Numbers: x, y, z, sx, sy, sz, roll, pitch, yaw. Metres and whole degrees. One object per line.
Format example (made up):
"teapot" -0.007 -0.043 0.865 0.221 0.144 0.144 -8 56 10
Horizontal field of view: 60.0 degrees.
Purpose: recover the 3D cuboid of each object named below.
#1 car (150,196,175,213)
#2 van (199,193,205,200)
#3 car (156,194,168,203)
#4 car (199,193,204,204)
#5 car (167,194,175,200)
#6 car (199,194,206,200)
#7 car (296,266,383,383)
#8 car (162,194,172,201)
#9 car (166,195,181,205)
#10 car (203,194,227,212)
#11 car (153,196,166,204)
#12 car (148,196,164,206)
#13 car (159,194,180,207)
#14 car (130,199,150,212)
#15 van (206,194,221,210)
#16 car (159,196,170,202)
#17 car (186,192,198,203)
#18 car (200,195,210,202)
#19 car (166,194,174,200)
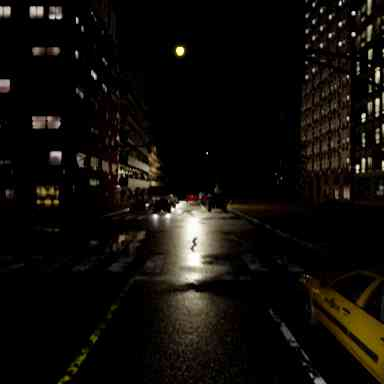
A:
"car" -3.123 1.450 35.303 2.033 1.411 5.357 0 0 -4
"van" 2.682 1.160 91.660 1.690 1.788 3.998 0 0 0
"car" -5.697 1.292 64.028 1.967 1.590 4.097 0 0 0
"car" 2.683 1.175 58.500 2.192 1.841 5.009 0 0 0
"car" -5.697 1.364 91.660 1.887 1.381 4.507 0 0 0
"car" 2.683 1.349 86.304 1.752 1.417 4.829 0 0 0
"car" 2.686 1.512 4.152 1.752 1.417 4.829 0 0 0
"car" -5.697 1.277 75.081 1.967 1.590 4.097 0 0 0
"car" -3.048 1.356 55.624 2.128 1.511 4.902 0 0 0
"car" 2.684 1.215 36.395 2.192 1.841 5.009 0 0 0
"car" -5.696 1.404 58.500 1.887 1.381 4.507 0 0 0
"car" -5.696 1.419 52.974 2.008 1.369 4.403 0 0 0
"car" -3.090 1.429 45.431 2.033 1.411 5.357 0 0 0
"car" -5.694 1.451 36.395 2.008 1.369 4.403 0 0 0
"van" 2.684 1.230 41.920 1.690 1.788 3.998 0 0 0
"car" -5.696 1.426 69.555 1.802 1.307 4.206 0 0 0
"car" -0.003 1.072 65.200 2.150 2.045 5.566 0 0 0
"car" 2.684 1.389 69.555 1.887 1.381 4.507 0 0 0
"car" -5.697 1.349 85.964 1.752 1.417 4.829 0 0 0
